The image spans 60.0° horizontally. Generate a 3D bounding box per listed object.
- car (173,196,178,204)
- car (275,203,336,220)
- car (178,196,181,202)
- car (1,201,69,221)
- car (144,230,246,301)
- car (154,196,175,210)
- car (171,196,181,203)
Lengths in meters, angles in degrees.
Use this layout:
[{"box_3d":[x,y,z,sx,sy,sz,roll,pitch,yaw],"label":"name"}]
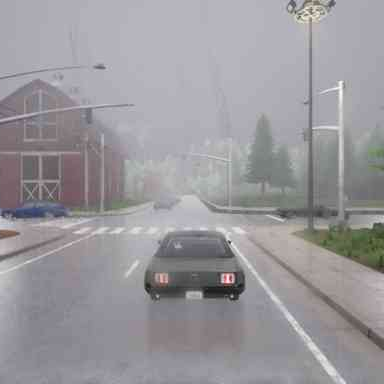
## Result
[{"box_3d":[-3.593,1.503,52.134,1.837,1.490,4.892,0,0,0],"label":"car"},{"box_3d":[9.238,1.573,26.985,4.718,1.301,1.895,0,0,-1],"label":"car"},{"box_3d":[-3.563,1.502,62.206,1.837,1.490,4.892,0,0,0],"label":"car"},{"box_3d":[-12.520,1.450,26.591,5.008,1.535,1.882,0,0,-1],"label":"car"},{"box_3d":[0.066,1.601,8.300,1.895,1.301,4.718,0,0,0],"label":"car"},{"box_3d":[-3.599,1.562,42.112,1.994,1.385,4.181,0,0,0],"label":"car"},{"box_3d":[-3.501,1.588,72.514,1.895,1.301,4.718,0,0,0],"label":"car"}]
